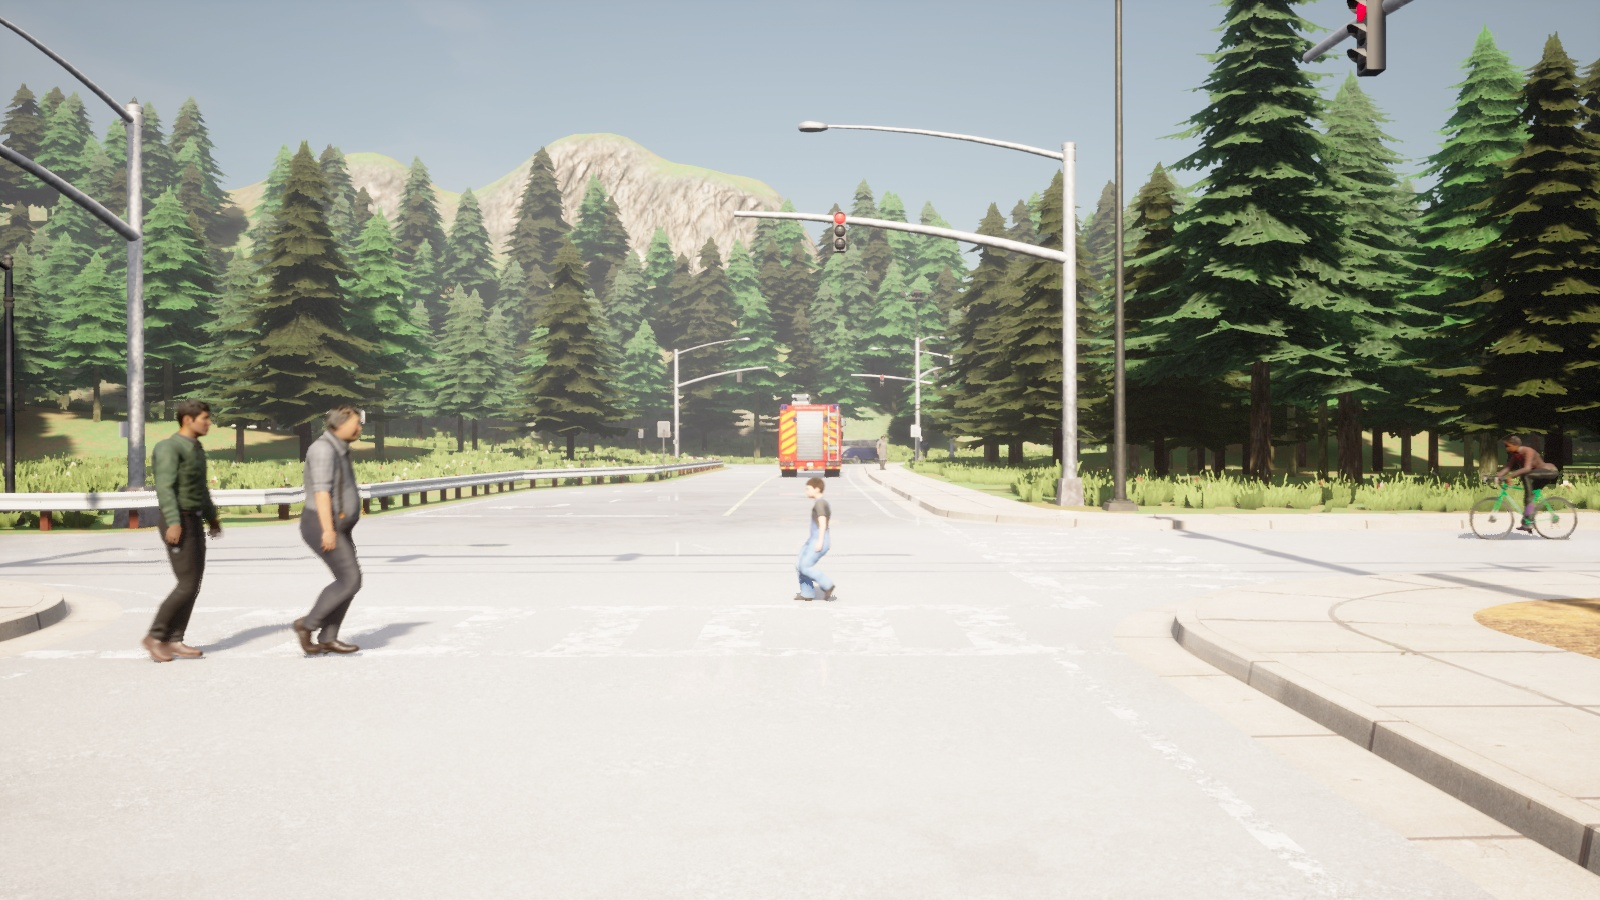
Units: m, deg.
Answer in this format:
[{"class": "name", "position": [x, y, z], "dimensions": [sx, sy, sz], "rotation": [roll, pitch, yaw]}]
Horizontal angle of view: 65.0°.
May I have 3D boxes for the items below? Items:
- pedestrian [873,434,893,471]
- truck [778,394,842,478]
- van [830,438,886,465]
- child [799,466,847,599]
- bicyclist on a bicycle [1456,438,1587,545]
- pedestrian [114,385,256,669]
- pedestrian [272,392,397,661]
[{"class": "pedestrian", "position": [4.351, 0.139, 66.169], "dimensions": [0.659, 1.952, 0.873], "rotation": [0, 0, -32]}, {"class": "truck", "position": [0.584, -0.660, 61.508], "dimensions": [2.891, 3.827, 8.468], "rotation": [0, 0, 2]}, {"class": "van", "position": [4.495, 0.108, 96.836], "dimensions": [1.775, 1.987, 4.442], "rotation": [0, 0, 44]}, {"class": "child", "position": [0.219, 0.785, 12.058], "dimensions": [0.437, 1.263, 0.270], "rotation": [0, 0, -2]}, {"class": "bicyclist on a bicycle", "position": [11.111, 0.626, 19.367], "dimensions": [1.656, 1.620, 0.582], "rotation": [0, 0, 1]}, {"class": "pedestrian", "position": [-4.321, 0.529, 8.847], "dimensions": [0.788, 1.949, 0.423], "rotation": [0, 0, -2]}, {"class": "pedestrian", "position": [-3.291, 0.526, 8.923], "dimensions": [0.694, 1.848, 0.540], "rotation": [0, 0, -2]}]
